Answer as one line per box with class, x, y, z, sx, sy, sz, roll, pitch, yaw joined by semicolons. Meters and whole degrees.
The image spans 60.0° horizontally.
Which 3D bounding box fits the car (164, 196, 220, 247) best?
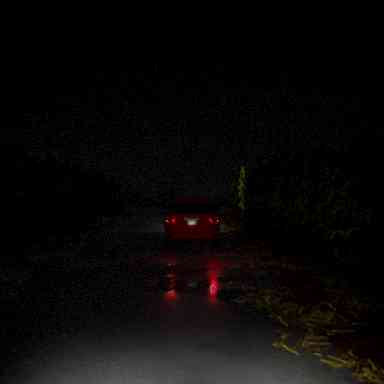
car;0.000;1.183;14.672;2.150;2.045;5.566;0;1;0
